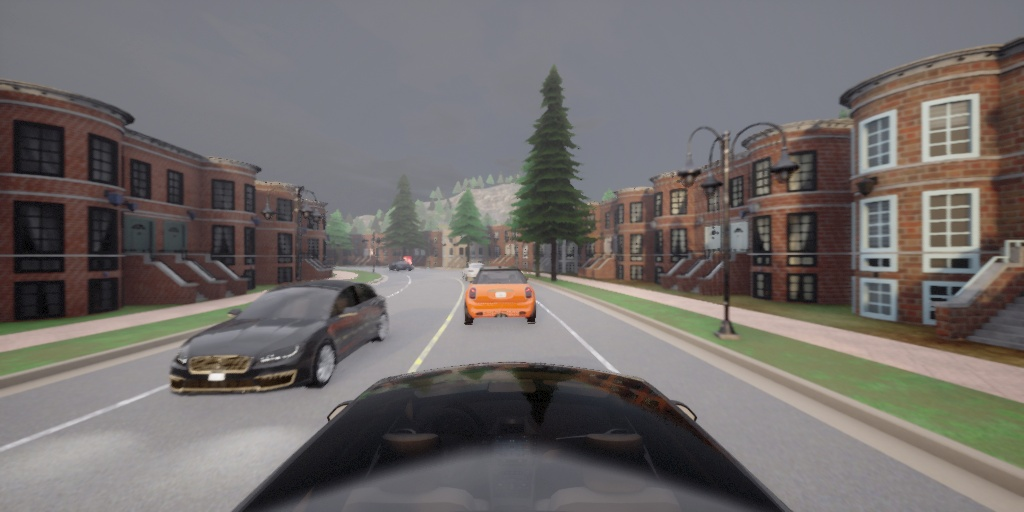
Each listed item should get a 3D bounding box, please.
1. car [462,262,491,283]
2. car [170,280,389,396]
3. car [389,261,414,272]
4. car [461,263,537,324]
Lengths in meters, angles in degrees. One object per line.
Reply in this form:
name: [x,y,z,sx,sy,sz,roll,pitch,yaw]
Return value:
car: [-3.038,1.296,29.655,1.812,1.442,4.674,0,0,-13]
car: [-3.831,1.269,6.931,1.837,1.490,4.892,0,0,-3]
car: [-14.683,1.360,47.237,2.033,1.411,5.357,0,0,-35]
car: [-0.464,1.107,12.162,2.097,1.767,4.553,0,0,-4]
